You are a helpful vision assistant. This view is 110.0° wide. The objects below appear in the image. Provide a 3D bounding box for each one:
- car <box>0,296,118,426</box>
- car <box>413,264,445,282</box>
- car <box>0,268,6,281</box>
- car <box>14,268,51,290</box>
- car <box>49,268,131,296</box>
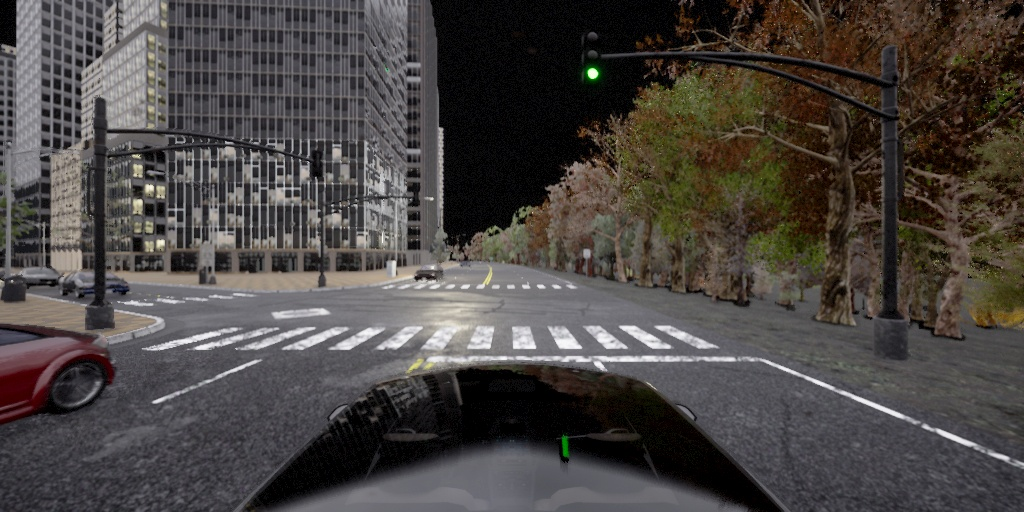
[{"bbox_3d":[-6.510,1.321,3.222,1.994,1.385,4.181,0,0,0],"label":"car"},{"bbox_3d":[-6.999,1.424,30.904,2.033,1.411,5.357,0,0,-2],"label":"car"},{"bbox_3d":[-53.185,1.822,36.424,4.902,1.511,2.128,-1,-1,29],"label":"car"},{"bbox_3d":[-34.361,1.622,26.107,4.892,1.490,1.837,-1,0,29],"label":"car"},{"bbox_3d":[-23.888,1.553,20.420,5.357,1.411,2.033,-1,0,29],"label":"car"}]
